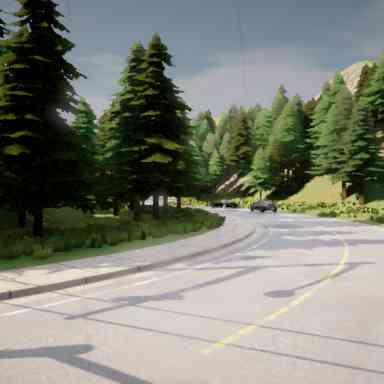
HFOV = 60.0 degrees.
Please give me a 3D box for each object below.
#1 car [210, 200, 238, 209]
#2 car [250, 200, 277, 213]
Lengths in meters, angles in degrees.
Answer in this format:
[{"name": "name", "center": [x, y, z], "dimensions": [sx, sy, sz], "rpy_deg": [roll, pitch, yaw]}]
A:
[{"name": "car", "center": [4.658, 1.803, 49.355], "dimensions": [1.895, 1.301, 4.718], "rpy_deg": [0, 0, -33]}, {"name": "car", "center": [8.568, 1.697, 39.802], "dimensions": [1.812, 1.442, 4.674], "rpy_deg": [0, 0, -13]}]
